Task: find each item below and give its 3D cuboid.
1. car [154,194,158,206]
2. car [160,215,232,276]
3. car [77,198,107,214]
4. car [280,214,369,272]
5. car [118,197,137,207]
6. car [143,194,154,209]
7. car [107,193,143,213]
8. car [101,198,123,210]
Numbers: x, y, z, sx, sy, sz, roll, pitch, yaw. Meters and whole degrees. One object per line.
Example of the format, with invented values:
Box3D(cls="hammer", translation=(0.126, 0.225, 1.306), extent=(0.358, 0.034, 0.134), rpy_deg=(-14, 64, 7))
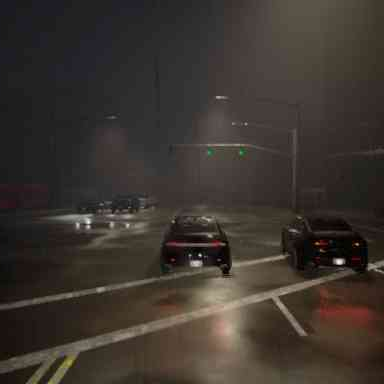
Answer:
Box3D(cls="car", translation=(-7.024, 1.312, 56.141), extent=(2.150, 2.045, 5.566), rpy_deg=(0, -1, 0))
Box3D(cls="car", translation=(0.098, 1.467, 10.302), extent=(2.128, 1.511, 4.902), rpy_deg=(0, 0, 0))
Box3D(cls="car", translation=(-10.576, 1.421, 35.013), extent=(2.128, 1.511, 4.902), rpy_deg=(0, 0, 0))
Box3D(cls="car", translation=(4.071, 1.481, 10.801), extent=(1.837, 1.490, 4.892), rpy_deg=(0, 1, 8))
Box3D(cls="car", translation=(-10.538, 1.566, 54.680), extent=(2.128, 1.511, 4.902), rpy_deg=(0, -1, 1))
Box3D(cls="car", translation=(-7.062, 1.221, 45.705), extent=(2.150, 2.045, 5.566), rpy_deg=(0, 0, 1))
Box3D(cls="car", translation=(-7.063, 1.159, 35.671), extent=(2.150, 2.045, 5.566), rpy_deg=(0, 0, 1))
Box3D(cls="car", translation=(-10.571, 1.512, 44.277), extent=(1.812, 1.442, 4.674), rpy_deg=(0, 0, 0))
